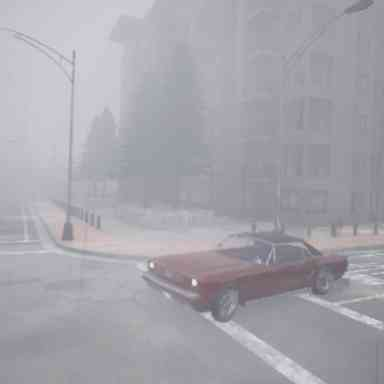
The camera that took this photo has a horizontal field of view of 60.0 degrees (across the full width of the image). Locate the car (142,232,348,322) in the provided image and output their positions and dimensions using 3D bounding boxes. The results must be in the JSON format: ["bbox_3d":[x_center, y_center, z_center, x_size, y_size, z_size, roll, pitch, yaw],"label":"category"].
[{"bbox_3d":[1.343,1.612,7.331,4.718,1.301,1.895,2,0,-36],"label":"car"}]
